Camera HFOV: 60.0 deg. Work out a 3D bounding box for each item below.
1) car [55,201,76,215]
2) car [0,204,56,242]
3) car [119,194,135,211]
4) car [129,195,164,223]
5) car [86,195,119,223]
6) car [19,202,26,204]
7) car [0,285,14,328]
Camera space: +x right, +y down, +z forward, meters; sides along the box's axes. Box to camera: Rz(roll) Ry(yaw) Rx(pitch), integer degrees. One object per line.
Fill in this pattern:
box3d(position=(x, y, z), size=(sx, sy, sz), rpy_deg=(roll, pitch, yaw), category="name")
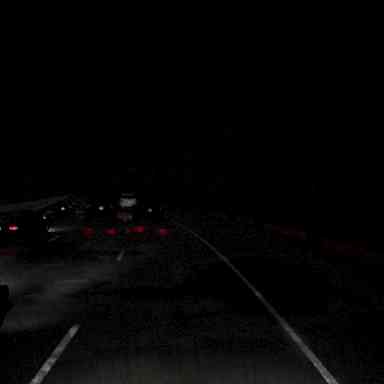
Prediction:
box3d(position=(-13.124, 1.588, 34.200), size=(1.994, 1.385, 4.181), rpy_deg=(0, 0, -17), category="car")
box3d(position=(-8.480, 1.564, 16.260), size=(2.033, 1.411, 5.357), rpy_deg=(0, 0, -10), category="car")
box3d(position=(-8.161, 1.231, 41.841), size=(2.150, 2.045, 5.566), rpy_deg=(0, 0, -17), category="car")
box3d(position=(-3.538, 1.355, 26.051), size=(2.097, 1.767, 4.553), rpy_deg=(0, 0, -14), category="car")
box3d(position=(-7.036, 1.232, 25.951), size=(2.150, 2.045, 5.566), rpy_deg=(0, 0, -14), category="car")
box3d(position=(-24.904, 1.651, 47.784), size=(1.895, 1.301, 4.718), rpy_deg=(0, 0, -17), category="car")
box3d(position=(-3.578, 1.609, 2.925), size=(1.895, 1.301, 4.718), rpy_deg=(0, 0, -2), category="car")
